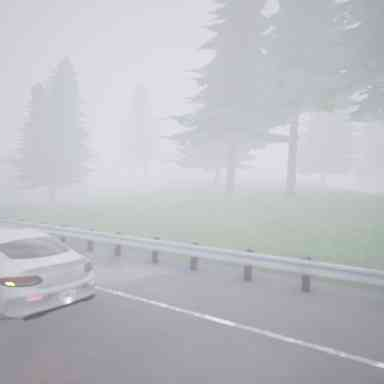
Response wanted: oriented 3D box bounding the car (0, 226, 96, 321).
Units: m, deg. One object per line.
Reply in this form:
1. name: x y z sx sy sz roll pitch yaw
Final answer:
1. car: -3.849 1.387 6.441 4.674 1.442 1.812 1 1 33
